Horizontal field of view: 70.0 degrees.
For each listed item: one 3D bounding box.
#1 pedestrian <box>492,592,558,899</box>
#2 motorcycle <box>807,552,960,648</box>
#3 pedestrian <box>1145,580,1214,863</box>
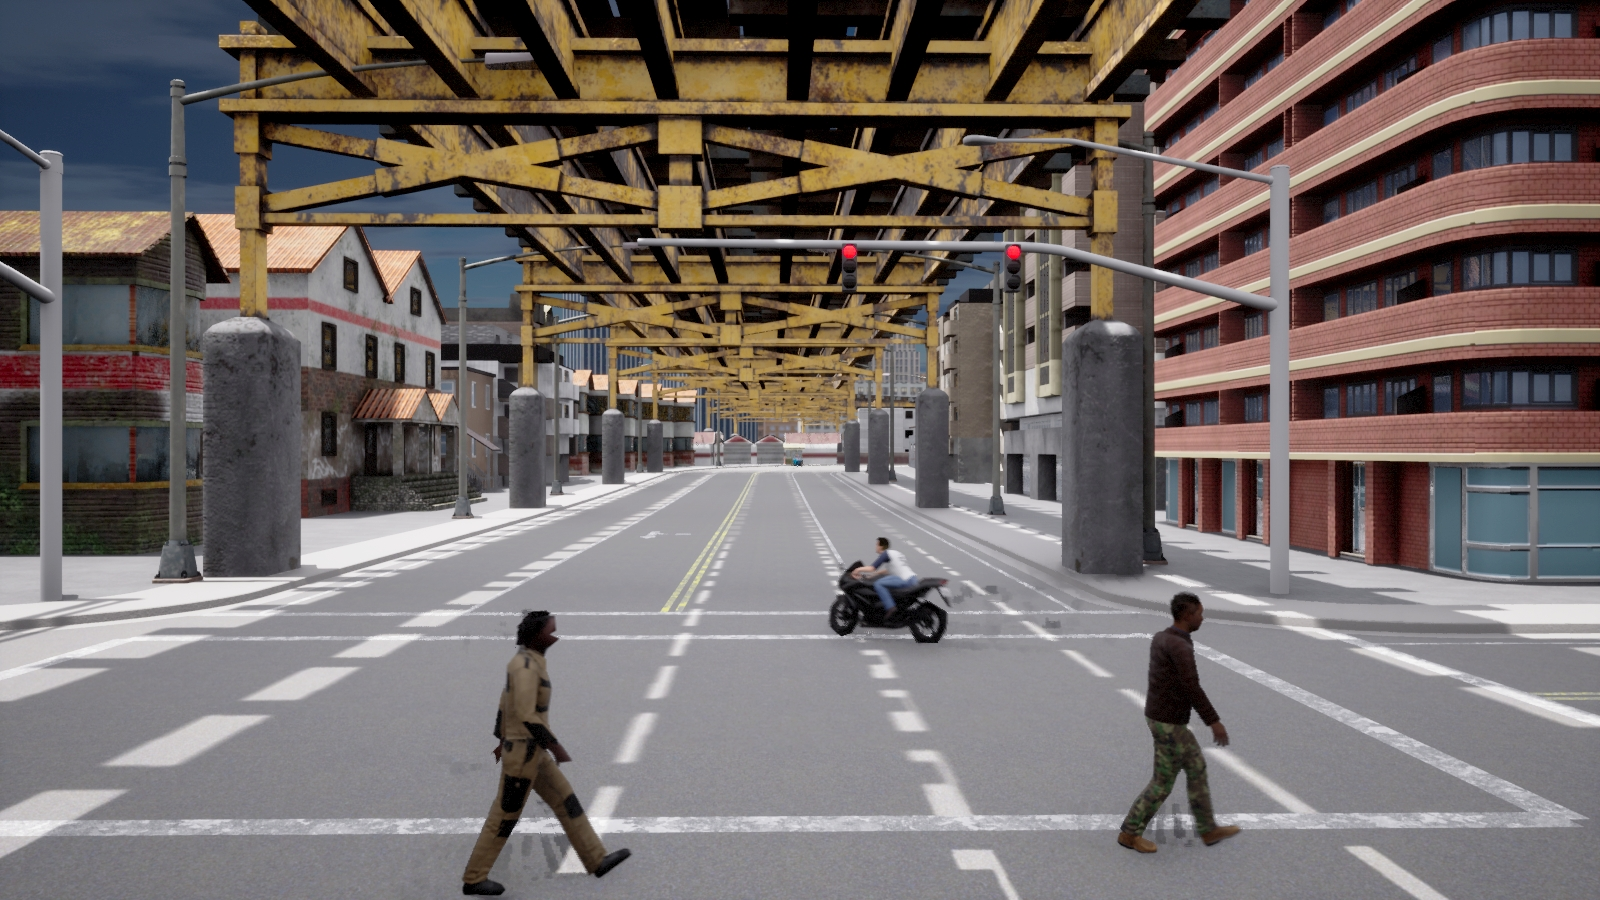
[{"bbox_3d":[-1.727,1.848,7.192,0.375,1.860,0.375,0,0,-9],"label":"pedestrian"},{"bbox_3d":[1.211,2.173,16.728,2.033,1.224,0.803,0,-6,33],"label":"motorcycle"},{"bbox_3d":[2.615,1.848,7.891,0.375,1.860,0.375,0,0,5],"label":"pedestrian"}]
